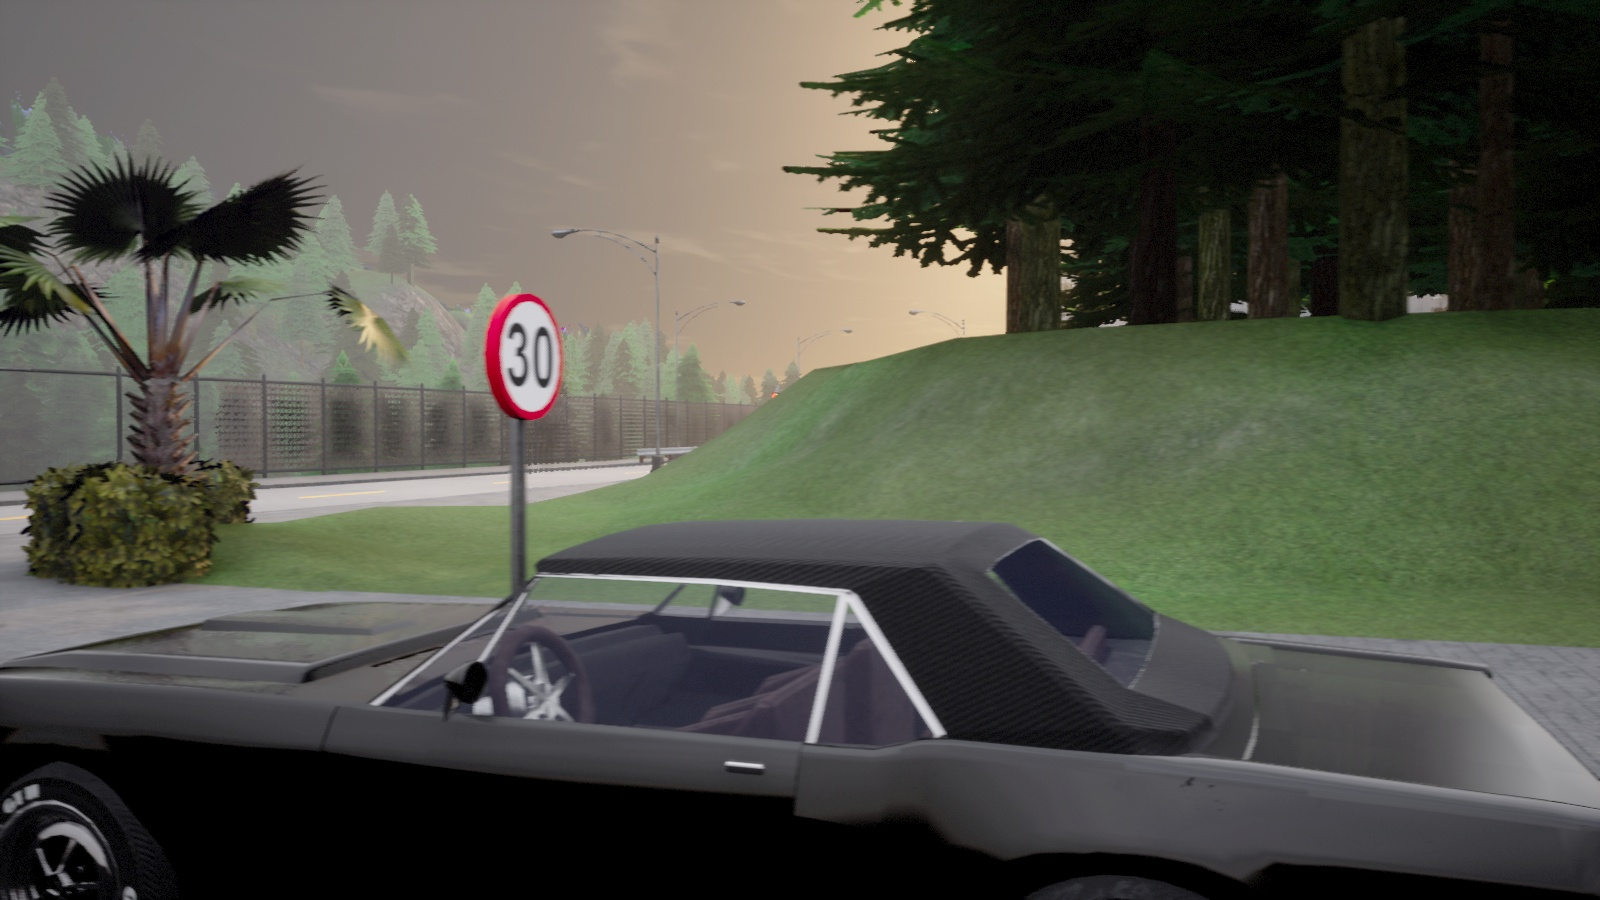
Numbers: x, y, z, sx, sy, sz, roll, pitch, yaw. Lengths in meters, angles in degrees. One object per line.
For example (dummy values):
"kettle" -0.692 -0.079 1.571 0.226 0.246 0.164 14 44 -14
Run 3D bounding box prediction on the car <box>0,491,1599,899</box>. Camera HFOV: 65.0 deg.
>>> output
"car" -0.459 0.863 3.877 4.718 1.301 1.895 1 1 19
